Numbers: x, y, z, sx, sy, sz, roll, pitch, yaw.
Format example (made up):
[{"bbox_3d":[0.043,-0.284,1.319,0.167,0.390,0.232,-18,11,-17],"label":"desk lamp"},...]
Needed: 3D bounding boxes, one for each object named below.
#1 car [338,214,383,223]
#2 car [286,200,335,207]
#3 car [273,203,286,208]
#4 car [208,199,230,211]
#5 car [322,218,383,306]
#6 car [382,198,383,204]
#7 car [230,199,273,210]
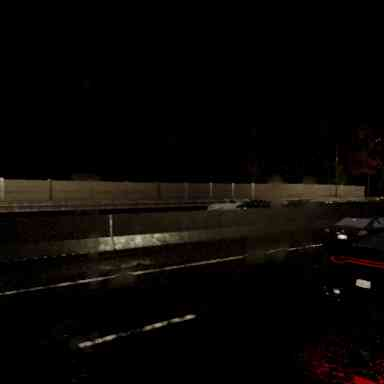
[{"bbox_3d":[7.008,1.574,13.051,4.181,1.385,1.994,0,0,-36],"label":"car"},{"bbox_3d":[10.981,1.572,29.031,5.357,1.411,2.033,0,0,-35],"label":"car"},{"bbox_3d":[10.616,1.533,33.066,4.892,1.490,1.837,0,0,-35],"label":"car"},{"bbox_3d":[3.881,1.549,36.848,4.674,1.442,1.812,0,0,-36],"label":"car"},{"bbox_3d":[5.067,1.483,7.363,5.008,1.535,1.882,0,0,-36],"label":"car"},{"bbox_3d":[36.687,1.294,60.158,5.566,2.045,2.150,0,0,-36],"label":"car"},{"bbox_3d":[6.632,1.529,34.523,4.892,1.490,1.837,0,0,-35],"label":"car"}]
